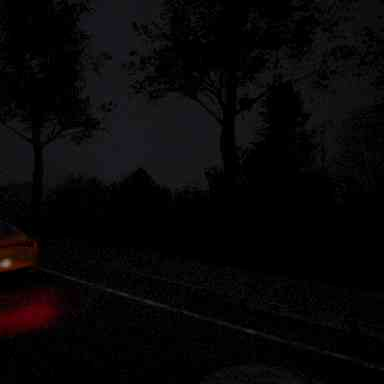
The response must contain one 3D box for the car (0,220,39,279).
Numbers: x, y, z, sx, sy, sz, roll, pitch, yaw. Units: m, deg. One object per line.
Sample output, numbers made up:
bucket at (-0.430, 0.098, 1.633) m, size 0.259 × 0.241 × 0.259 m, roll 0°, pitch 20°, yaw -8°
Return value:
car at (-6.067, 1.460, 9.135) m, size 5.008 × 1.535 × 1.882 m, roll 0°, pitch 0°, yaw 41°
